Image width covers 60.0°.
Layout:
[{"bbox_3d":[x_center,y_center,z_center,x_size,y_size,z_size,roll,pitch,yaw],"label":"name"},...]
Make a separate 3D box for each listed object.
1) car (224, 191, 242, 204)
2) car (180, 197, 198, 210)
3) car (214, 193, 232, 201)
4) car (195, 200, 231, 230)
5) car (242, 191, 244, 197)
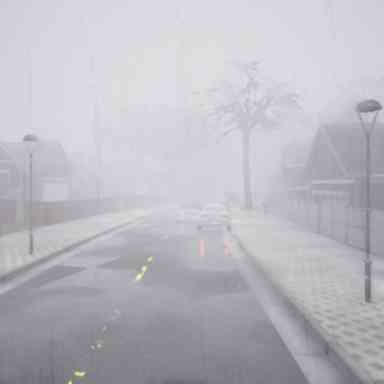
[{"bbox_3d":[6.710,0.904,57.078,2.150,2.045,5.566,0,0,16],"label":"car"},{"bbox_3d":[-0.120,1.298,39.279,1.812,1.442,4.674,0,0,10],"label":"car"},{"bbox_3d":[3.876,1.274,44.860,1.812,1.442,4.674,0,0,13],"label":"car"},{"bbox_3d":[1.331,1.419,19.998,1.812,1.442,4.674,0,0,4],"label":"car"},{"bbox_3d":[11.238,0.538,78.262,2.097,1.767,4.553,0,0,23],"label":"car"}]
